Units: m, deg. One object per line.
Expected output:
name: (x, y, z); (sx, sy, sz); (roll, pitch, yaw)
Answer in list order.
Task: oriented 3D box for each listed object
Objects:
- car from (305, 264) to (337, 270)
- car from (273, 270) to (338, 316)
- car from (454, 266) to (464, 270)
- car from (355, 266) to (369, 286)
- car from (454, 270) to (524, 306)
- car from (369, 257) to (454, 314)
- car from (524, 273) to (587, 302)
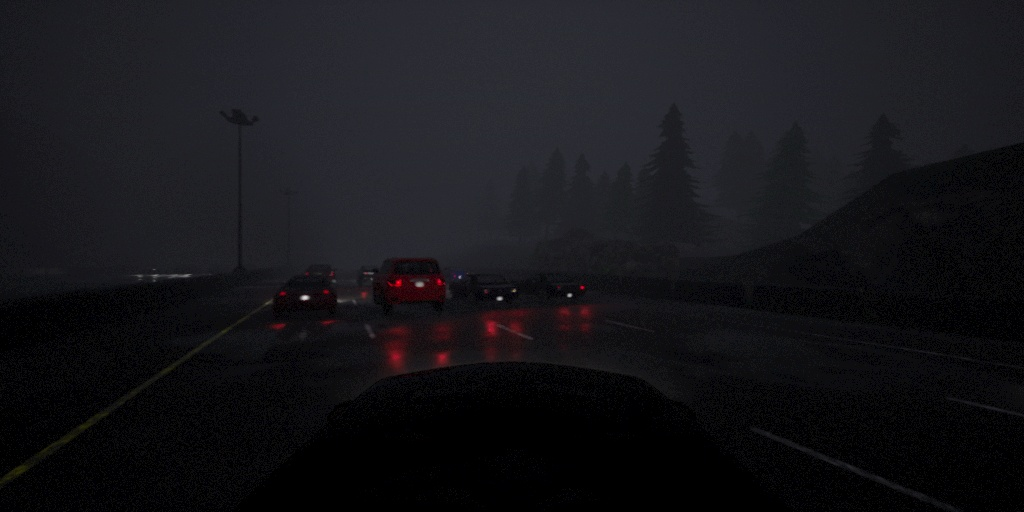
car: (-14.526, 1.363, 27.225); (2.097, 1.767, 4.553); (0, -1, -26)
car: (-7.877, 1.404, 13.926); (1.994, 1.385, 4.181); (0, -1, -26)
car: (-5.369, 1.625, 32.395); (1.812, 1.442, 4.674); (0, -1, -26)
car: (-11.462, 1.534, 28.921); (2.128, 1.511, 4.902); (0, -1, -26)
car: (-1.483, 1.491, 16.776); (1.895, 1.301, 4.718); (0, -1, -26)
car: (-4.330, 1.080, 14.638); (2.150, 2.045, 5.566); (0, -1, -26)
car: (1.649, 1.518, 18.338); (1.895, 1.301, 4.718); (0, -1, -26)
